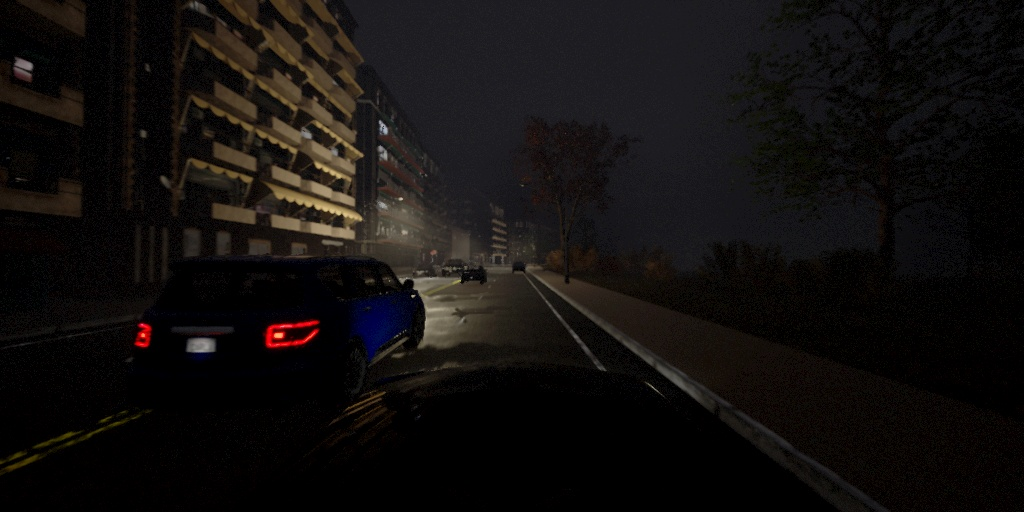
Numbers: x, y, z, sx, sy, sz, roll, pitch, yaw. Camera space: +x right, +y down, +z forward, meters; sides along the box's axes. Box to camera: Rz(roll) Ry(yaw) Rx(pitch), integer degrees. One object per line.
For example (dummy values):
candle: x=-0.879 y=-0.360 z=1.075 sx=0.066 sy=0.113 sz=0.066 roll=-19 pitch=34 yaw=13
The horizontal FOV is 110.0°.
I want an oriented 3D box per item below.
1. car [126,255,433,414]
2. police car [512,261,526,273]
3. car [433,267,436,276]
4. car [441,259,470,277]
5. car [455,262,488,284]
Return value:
car: x=-3.149 y=1.015 z=6.318 sx=2.150 sy=2.045 sz=5.566 roll=0 pitch=0 yaw=0
police car: x=0.992 y=1.646 z=52.058 sx=1.930 sy=1.638 sz=5.238 roll=0 pitch=-1 yaw=0
car: x=-9.814 y=1.635 z=40.487 sx=1.812 sy=1.442 sz=4.674 roll=0 pitch=-1 yaw=0
car: x=-6.563 y=1.340 z=41.089 sx=2.150 sy=2.045 sz=5.566 roll=0 pitch=-1 yaw=0
car: x=-3.144 y=1.505 z=30.241 sx=2.128 sy=1.511 sz=4.902 roll=0 pitch=0 yaw=0
